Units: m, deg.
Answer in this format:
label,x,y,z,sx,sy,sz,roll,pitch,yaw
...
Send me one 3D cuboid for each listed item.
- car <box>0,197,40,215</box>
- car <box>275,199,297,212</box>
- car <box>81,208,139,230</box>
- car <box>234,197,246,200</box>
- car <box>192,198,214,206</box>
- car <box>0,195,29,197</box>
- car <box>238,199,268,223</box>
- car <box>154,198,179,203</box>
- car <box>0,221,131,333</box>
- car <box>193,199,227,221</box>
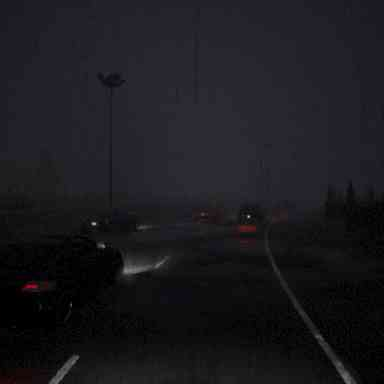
label,x,y,z,sx,sy,sz,roll,pitch,yaw
car,-11.501,1.370,20.586,2.097,1.767,4.553,0,0,14
car,11.620,1.651,41.184,1.812,1.442,4.674,0,0,30
car,-4.539,1.587,18.809,1.994,1.385,4.181,0,0,12
car,8.804,1.756,61.955,1.882,1.535,5.008,0,-1,40
car,2.145,1.938,64.846,1.895,1.301,4.718,0,-1,38
car,-16.544,1.272,28.965,2.150,2.045,5.566,0,-1,17
car,4.880,1.560,26.485,1.837,1.490,4.892,0,-1,18
car,-3.803,1.656,49.820,1.882,1.535,5.008,0,-1,30
car,-2.889,1.562,6.974,1.994,1.385,4.181,0,0,5
car,1.605,1.538,27.733,1.882,1.535,5.008,0,0,18
